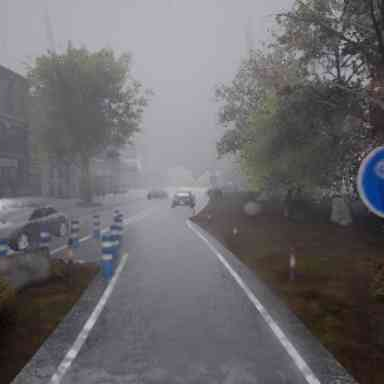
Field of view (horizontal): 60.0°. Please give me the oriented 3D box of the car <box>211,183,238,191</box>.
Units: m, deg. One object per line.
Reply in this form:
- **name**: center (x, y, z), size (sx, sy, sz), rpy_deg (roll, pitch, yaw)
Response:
- **car**: center (8.011, -1.079, 78.310), size (5.566, 2.045, 2.435), rpy_deg (1, 0, -17)

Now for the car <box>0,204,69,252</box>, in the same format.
- **car**: center (-6.624, 1.287, 13.115), size (1.837, 1.490, 4.892), rpy_deg (0, 2, 6)

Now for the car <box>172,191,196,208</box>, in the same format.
- **car**: center (-0.683, 0.656, 30.091), size (1.812, 1.442, 4.674), rpy_deg (0, 2, 4)

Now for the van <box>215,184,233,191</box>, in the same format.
- **van**: center (8.617, -1.193, 90.163), size (4.442, 1.987, 1.878), rpy_deg (0, 1, -17)

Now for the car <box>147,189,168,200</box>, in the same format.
- **car**: center (-4.282, 0.307, 41.515), size (1.895, 1.301, 4.718), rpy_deg (0, 2, 5)

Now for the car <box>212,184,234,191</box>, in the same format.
- **car**: center (8.668, -1.257, 93.089), size (5.566, 2.045, 2.435), rpy_deg (1, 1, -18)

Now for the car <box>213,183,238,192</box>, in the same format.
- **car**: center (8.093, -1.114, 81.237), size (5.566, 2.045, 2.435), rpy_deg (1, 1, -17)
